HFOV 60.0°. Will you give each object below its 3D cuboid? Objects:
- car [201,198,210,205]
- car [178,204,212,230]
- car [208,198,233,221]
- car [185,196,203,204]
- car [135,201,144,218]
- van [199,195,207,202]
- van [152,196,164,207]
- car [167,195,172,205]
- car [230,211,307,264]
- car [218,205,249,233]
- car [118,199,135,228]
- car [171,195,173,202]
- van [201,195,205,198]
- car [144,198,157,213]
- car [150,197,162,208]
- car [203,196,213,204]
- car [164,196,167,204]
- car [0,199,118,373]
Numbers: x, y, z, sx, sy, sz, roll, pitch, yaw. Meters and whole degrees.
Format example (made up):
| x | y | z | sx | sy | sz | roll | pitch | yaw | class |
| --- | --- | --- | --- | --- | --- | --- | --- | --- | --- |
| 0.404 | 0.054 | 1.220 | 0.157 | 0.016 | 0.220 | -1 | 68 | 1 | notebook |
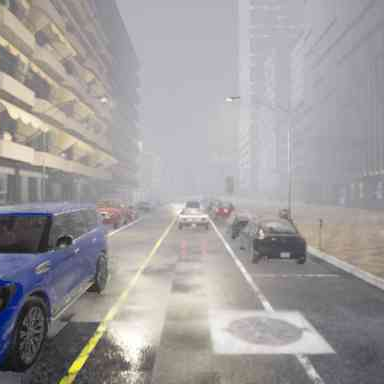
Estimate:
| x | y | z | sx | sy | sz | roll | pitch | yaw | class |
| --- | --- | --- | --- | --- | --- | --- | --- | --- | --- |
| 2.728 | 1.864 | 67.519 | 1.802 | 1.307 | 4.206 | 1 | 0 | 0 | car |
| 0.108 | 1.691 | 22.079 | 1.895 | 1.301 | 4.718 | 0 | 0 | 0 | car |
| 2.714 | 1.557 | 28.532 | 1.967 | 1.590 | 4.097 | 1 | 0 | 0 | car |
| 0.118 | 1.666 | 45.526 | 1.882 | 1.535 | 5.008 | 0 | 0 | 0 | car |
| -5.668 | 1.662 | 28.536 | 1.887 | 1.381 | 4.507 | 1 | 0 | 0 | car |
| 2.737 | 1.696 | 84.230 | 1.690 | 1.788 | 3.998 | 1 | 0 | 0 | van |
| -5.656 | 1.552 | 50.817 | 1.690 | 1.788 | 3.998 | 1 | 0 | 0 | van |
| -5.652 | 1.833 | 67.523 | 2.008 | 1.369 | 4.403 | 1 | 0 | 0 | car |
| 2.706 | 1.599 | 11.825 | 2.008 | 1.369 | 4.403 | 1 | 0 | 0 | car |
| 2.709 | 1.622 | 17.393 | 2.008 | 1.369 | 4.403 | 1 | 0 | 0 | car |
| -5.666 | 1.410 | 22.967 | 2.192 | 1.841 | 5.009 | 1 | 0 | 0 | car |
| -5.650 | 1.831 | 72.924 | 1.752 | 1.417 | 4.829 | 1 | 0 | 0 | car |
| 2.727 | 1.576 | 56.382 | 1.690 | 1.788 | 3.998 | 1 | 0 | 0 | van |
| -5.663 | 1.730 | 39.676 | 1.947 | 1.339 | 4.313 | 1 | 0 | 0 | car |
| -5.661 | 1.738 | 45.245 | 2.008 | 1.369 | 4.403 | 1 | 0 | 0 | car |
| 2.719 | 1.603 | 39.672 | 1.967 | 1.590 | 4.097 | 1 | 0 | 0 | car |
| -5.656 | 1.760 | 56.215 | 1.752 | 1.417 | 4.829 | 1 | 0 | 0 | car |
| -3.097 | 1.246 | 6.036 | 2.150 | 2.045 | 5.566 | 0 | 0 | 0 | car |
